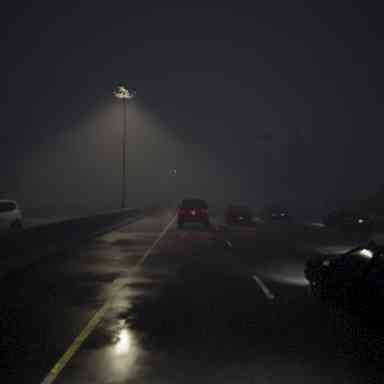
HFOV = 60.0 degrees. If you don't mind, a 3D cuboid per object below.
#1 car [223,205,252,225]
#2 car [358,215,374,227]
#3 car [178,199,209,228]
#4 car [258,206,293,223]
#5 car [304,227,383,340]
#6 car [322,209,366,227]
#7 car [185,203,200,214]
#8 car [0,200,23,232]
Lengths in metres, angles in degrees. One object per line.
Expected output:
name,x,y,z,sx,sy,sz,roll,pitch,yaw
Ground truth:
car,3.606,1.787,26.994,1.882,1.535,5.008,0,0,0
car,7.103,1.641,9.913,1.812,1.442,4.674,0,-1,0
car,0.103,1.510,25.087,2.150,2.045,5.566,0,0,0
car,7.108,1.876,28.681,2.033,1.411,5.357,0,-1,0
car,3.600,1.613,5.571,2.033,1.411,5.357,0,-1,0
car,10.604,1.827,22.907,1.994,1.385,4.181,0,-1,0
car,0.113,2.106,44.204,1.895,1.301,4.718,0,-1,0
car,-10.591,1.410,16.457,2.150,2.045,5.566,0,-1,0
